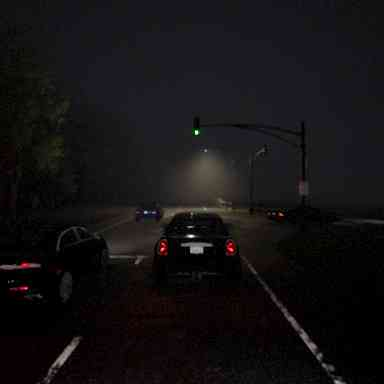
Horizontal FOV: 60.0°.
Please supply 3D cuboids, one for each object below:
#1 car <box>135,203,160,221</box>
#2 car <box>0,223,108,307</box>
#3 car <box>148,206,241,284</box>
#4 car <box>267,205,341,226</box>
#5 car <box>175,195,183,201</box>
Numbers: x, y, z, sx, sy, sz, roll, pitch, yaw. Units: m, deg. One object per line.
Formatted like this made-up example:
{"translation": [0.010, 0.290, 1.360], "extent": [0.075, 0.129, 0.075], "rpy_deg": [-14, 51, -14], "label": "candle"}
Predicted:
{"translation": [-3.402, 1.560, 26.981], "extent": [2.033, 1.411, 5.357], "rpy_deg": [0, 0, 0], "label": "car"}
{"translation": [-3.399, 1.494, 7.979], "extent": [2.128, 1.511, 4.902], "rpy_deg": [0, 0, 0], "label": "car"}
{"translation": [0.154, 1.358, 9.778], "extent": [2.097, 1.767, 4.553], "rpy_deg": [0, 0, 1], "label": "car"}
{"translation": [8.050, 1.620, 23.982], "extent": [5.357, 1.411, 2.033], "rpy_deg": [1, -1, -21], "label": "car"}
{"translation": [-3.506, 1.520, 86.174], "extent": [1.837, 1.490, 4.892], "rpy_deg": [0, 0, 0], "label": "car"}
